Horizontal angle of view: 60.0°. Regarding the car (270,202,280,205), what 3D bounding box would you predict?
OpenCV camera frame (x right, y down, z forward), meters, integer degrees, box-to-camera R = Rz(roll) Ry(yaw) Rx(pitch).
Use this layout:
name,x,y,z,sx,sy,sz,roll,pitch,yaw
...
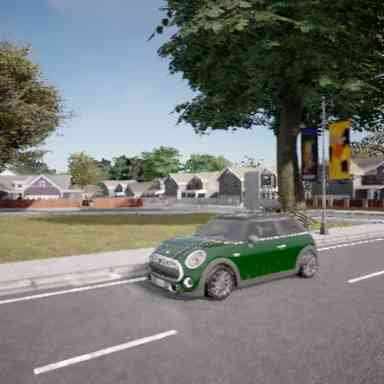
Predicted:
name,x,y,z,sx,sy,sz,roll,pitch,yaw
car,10.696,1.888,38.910,2.033,1.411,5.357,-1,0,-35

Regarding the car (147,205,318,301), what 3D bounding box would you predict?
name,x,y,z,sx,sy,sz,roll,pitch,yaw
car,1.146,1.364,8.491,4.553,1.767,2.097,0,0,-35
